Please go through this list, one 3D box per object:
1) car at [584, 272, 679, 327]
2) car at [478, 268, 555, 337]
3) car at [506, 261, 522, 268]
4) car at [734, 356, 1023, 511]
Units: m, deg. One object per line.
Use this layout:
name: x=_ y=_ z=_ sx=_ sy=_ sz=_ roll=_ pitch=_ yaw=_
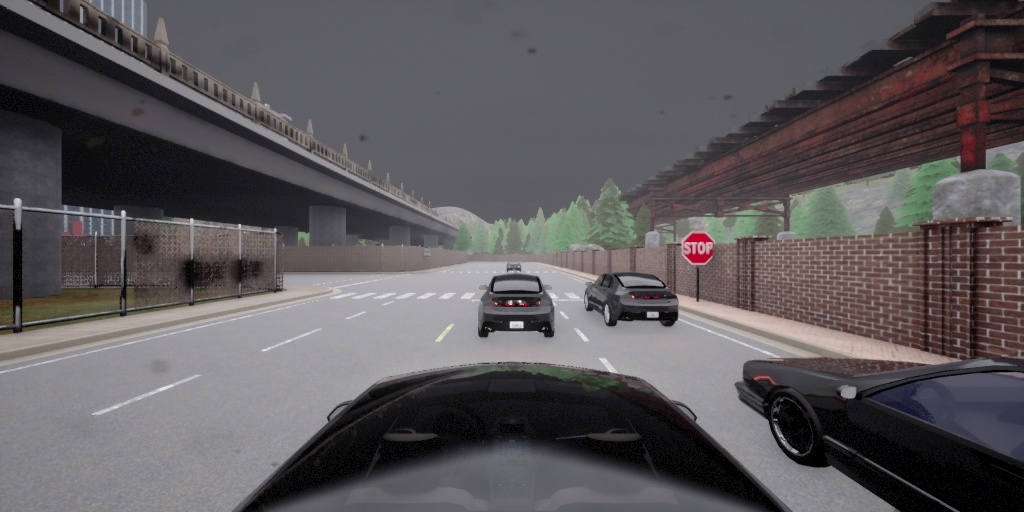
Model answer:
car: x=3.609 y=1.255 z=11.586 sx=1.837 sy=1.490 sz=4.892 roll=0 pitch=0 yaw=0
car: x=0.106 y=1.255 z=10.229 sx=1.837 sy=1.490 sz=4.892 roll=0 pitch=0 yaw=0
car: x=0.228 y=1.351 z=46.051 sx=1.895 sy=1.301 sz=4.718 roll=0 pitch=0 yaw=-1
car: x=3.600 y=1.297 z=1.839 sx=2.033 sy=1.411 sz=5.357 roll=0 pitch=0 yaw=0
